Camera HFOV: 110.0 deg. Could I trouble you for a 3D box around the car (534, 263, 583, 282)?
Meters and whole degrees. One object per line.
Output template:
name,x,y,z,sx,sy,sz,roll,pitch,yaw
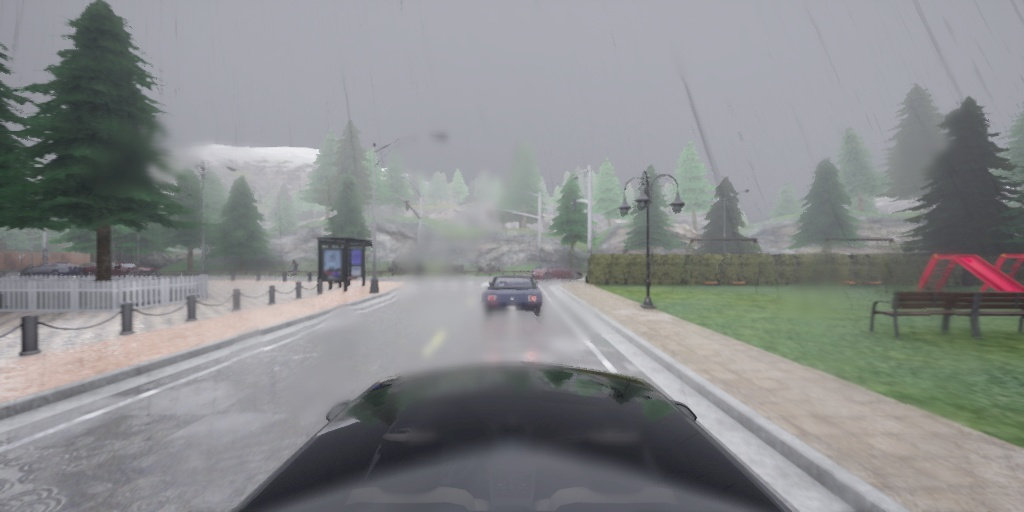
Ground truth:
car,3.530,1.266,28.372,4.181,1.385,1.994,0,-1,-27

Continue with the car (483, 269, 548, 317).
car,0.062,1.325,13.080,1.895,1.301,4.718,0,0,0

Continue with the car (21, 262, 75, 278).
car,-41.266,1.257,32.380,4.181,1.385,1.994,0,0,0

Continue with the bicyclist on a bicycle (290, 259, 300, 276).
bicyclist on a bicycle,-21.655,1.140,35.738,0.582,1.620,1.656,0,0,0

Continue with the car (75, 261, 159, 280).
car,-31.216,1.180,28.733,5.008,1.535,1.882,0,0,1
